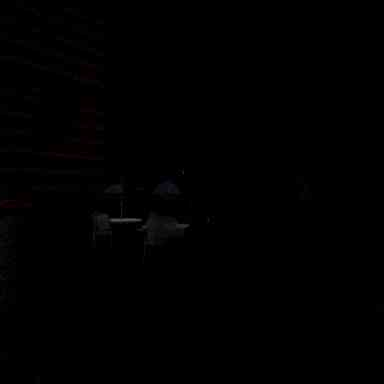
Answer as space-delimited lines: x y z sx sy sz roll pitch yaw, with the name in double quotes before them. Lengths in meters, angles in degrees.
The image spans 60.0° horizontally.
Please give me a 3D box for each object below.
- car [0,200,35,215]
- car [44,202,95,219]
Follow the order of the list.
"car" -18.129 1.533 32.575 1.882 1.535 5.008 0 0 40
"car" -10.990 1.581 29.870 1.812 1.442 4.674 0 0 40
